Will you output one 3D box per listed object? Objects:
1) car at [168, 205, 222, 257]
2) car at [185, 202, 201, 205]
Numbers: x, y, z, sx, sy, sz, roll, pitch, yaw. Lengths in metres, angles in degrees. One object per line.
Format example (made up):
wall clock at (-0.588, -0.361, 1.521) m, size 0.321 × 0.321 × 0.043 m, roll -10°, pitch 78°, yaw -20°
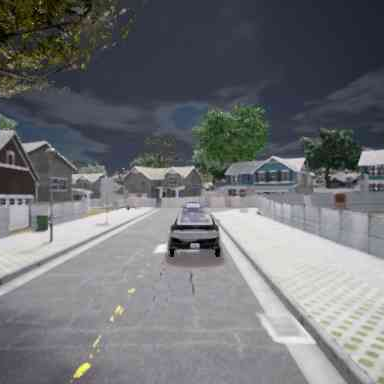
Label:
car at (0.097, 1.488, 13.003) m, size 2.128 × 1.511 × 4.902 m, roll 0°, pitch 0°, yaw 0°
car at (0.093, 1.519, 27.573) m, size 1.812 × 1.442 × 4.674 m, roll 0°, pitch 0°, yaw 0°
